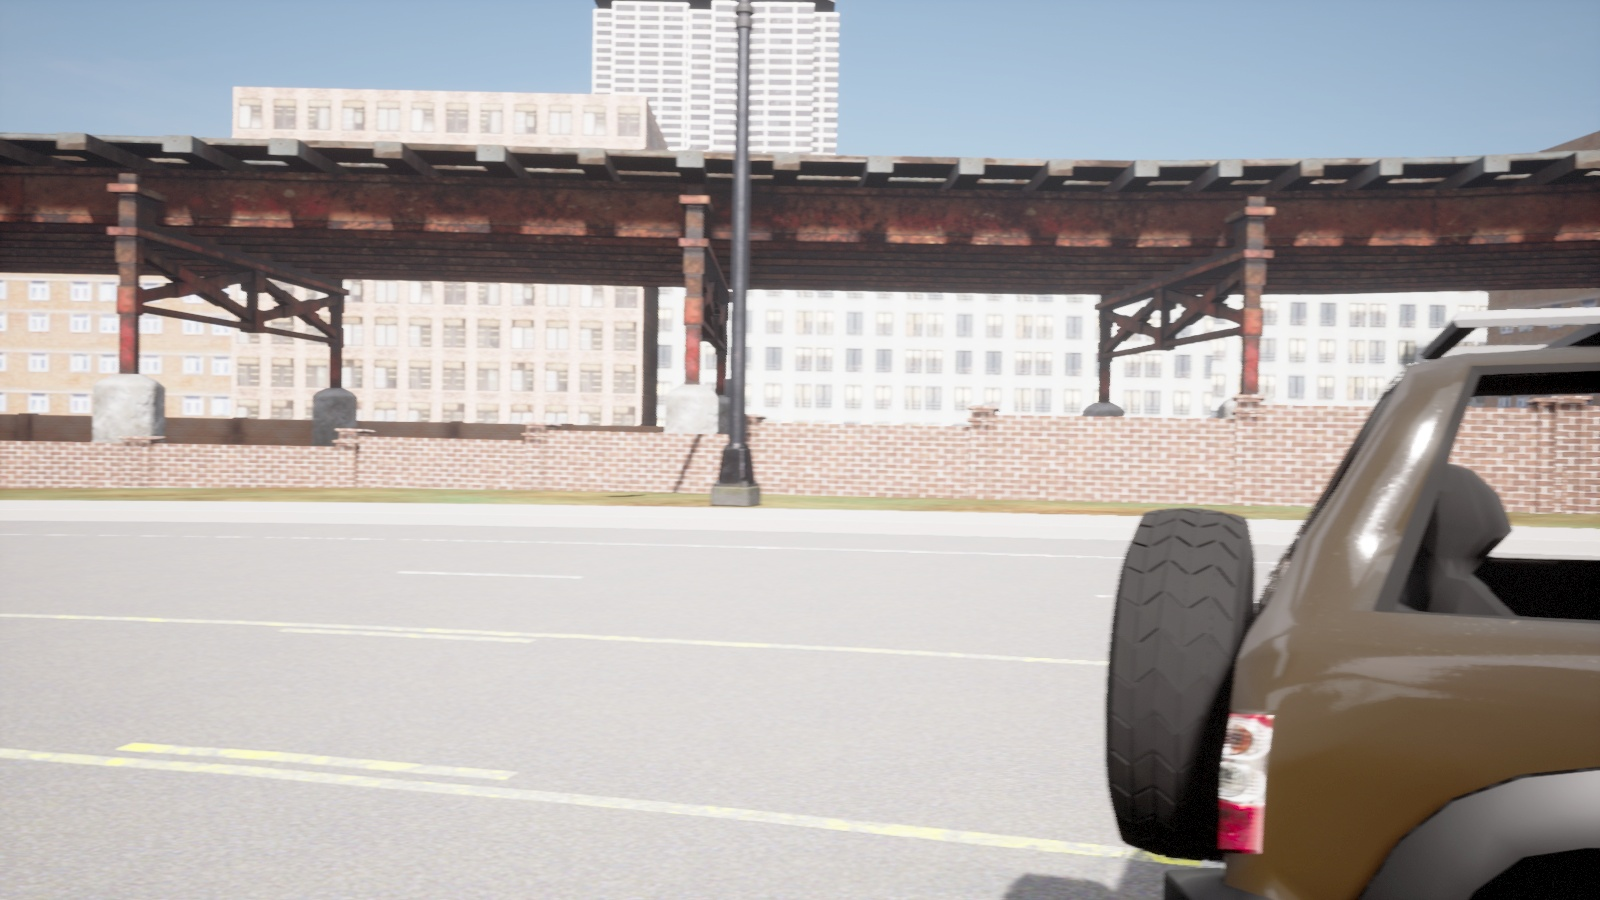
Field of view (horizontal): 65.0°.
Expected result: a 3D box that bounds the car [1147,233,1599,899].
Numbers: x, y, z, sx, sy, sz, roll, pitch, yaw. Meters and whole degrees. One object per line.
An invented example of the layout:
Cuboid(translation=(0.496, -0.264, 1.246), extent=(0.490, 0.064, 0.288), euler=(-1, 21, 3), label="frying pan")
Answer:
Cuboid(translation=(3.099, 0.619, 2.180), extent=(4.605, 1.855, 1.932), euler=(1, 0, 23), label="car")
